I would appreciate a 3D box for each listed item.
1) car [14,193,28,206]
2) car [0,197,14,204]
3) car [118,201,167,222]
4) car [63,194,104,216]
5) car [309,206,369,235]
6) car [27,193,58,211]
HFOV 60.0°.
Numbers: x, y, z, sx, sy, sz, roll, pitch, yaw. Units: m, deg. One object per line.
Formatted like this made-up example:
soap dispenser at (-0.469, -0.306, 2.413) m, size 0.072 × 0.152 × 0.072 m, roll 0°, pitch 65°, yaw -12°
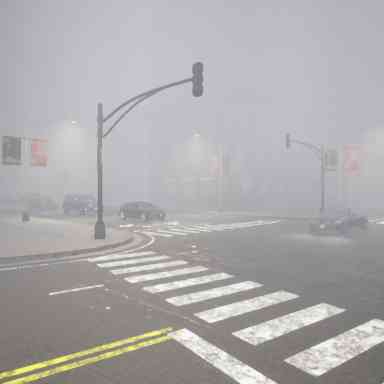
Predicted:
car at (-26.039, 1.198, 53.402) m, size 5.566 × 2.045 × 2.150 m, roll 0°, pitch 0°, yaw 45°
car at (-33.616, 1.532, 61.001) m, size 1.994 × 1.385 × 4.181 m, roll 0°, pitch 0°, yaw -45°
car at (-4.013, 1.495, 26.412) m, size 1.837 × 1.490 × 4.892 m, roll 0°, pitch 0°, yaw -44°
car at (-11.021, 1.207, 33.446) m, size 2.150 × 2.045 × 5.566 m, roll 0°, pitch 0°, yaw -45°
car at (8.459, 1.528, 18.868) m, size 4.674 × 1.442 × 1.812 m, roll 0°, pitch 0°, yaw -43°
car at (-18.109, 1.333, 40.569) m, size 2.097 × 1.767 × 4.553 m, roll 0°, pitch 0°, yaw -45°
